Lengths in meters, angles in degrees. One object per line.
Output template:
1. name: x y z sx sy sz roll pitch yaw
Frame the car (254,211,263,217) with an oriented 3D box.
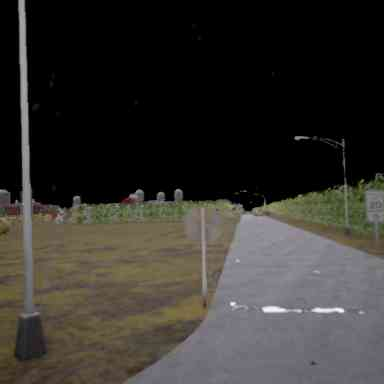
1. car: 17.019 5.551 84.057 2.128 1.511 4.902 -2 -3 9
